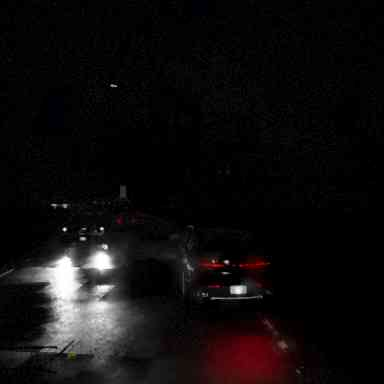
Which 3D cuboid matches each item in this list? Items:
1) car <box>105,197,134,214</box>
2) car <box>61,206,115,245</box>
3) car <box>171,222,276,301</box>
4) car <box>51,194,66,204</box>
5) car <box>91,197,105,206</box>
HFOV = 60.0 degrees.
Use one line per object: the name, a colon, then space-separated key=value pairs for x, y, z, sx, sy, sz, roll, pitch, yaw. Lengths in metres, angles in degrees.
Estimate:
car: x=-7.470 y=1.382 z=34.825 sx=1.882 sy=1.535 sz=5.008 roll=1 pitch=0 yaw=-24
car: x=-4.810 y=1.571 z=15.569 sx=1.895 sy=1.301 sz=4.718 roll=0 pitch=0 yaw=-11
car: x=0.580 y=1.506 z=8.379 sx=1.837 sy=1.490 sz=4.892 roll=0 pitch=0 yaw=-6
car: x=-22.103 y=1.168 z=54.999 sx=1.882 sy=1.535 sz=5.008 roll=1 pitch=0 yaw=-31
car: x=-11.744 y=1.379 z=43.865 sx=2.033 sy=1.411 sz=5.357 roll=1 pitch=0 yaw=-31
